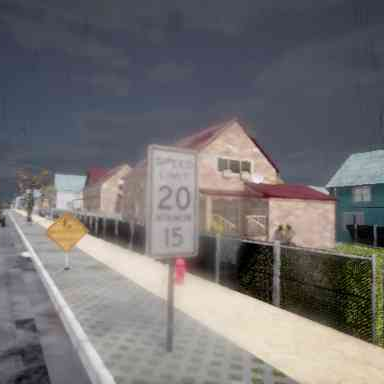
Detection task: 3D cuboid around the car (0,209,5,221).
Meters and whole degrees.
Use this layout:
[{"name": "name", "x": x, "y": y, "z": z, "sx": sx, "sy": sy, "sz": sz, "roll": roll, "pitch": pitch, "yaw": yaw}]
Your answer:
[{"name": "car", "x": -24.336, "y": 2.829, "z": 41.147, "sx": 1.994, "sy": 1.385, "sz": 4.181, "roll": 3, "pitch": -3, "yaw": -29}]

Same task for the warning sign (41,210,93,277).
[{"name": "warning sign", "x": -3.832, "y": 1.491, "z": 10.171, "sx": 1.300, "sy": 1.860, "sz": 1.060, "roll": 2, "pitch": -4, "yaw": -30}]

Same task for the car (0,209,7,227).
[{"name": "car", "x": -18.554, "y": 2.284, "z": 31.080, "sx": 2.097, "sy": 1.767, "sz": 4.553, "roll": 3, "pitch": -3, "yaw": -29}]
